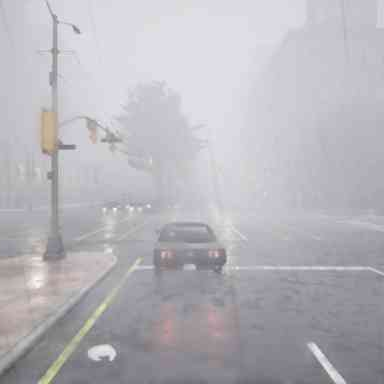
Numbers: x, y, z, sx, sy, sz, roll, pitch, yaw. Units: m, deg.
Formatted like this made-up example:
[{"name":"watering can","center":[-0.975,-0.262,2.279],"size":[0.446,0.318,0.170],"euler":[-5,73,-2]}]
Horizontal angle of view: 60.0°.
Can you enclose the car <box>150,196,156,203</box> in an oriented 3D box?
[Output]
[{"name":"car","center":[-8.024,1.554,59.884],"size":[1.994,1.385,4.181],"euler":[0,0,1]}]

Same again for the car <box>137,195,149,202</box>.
[{"name":"car","center":[-11.493,1.512,78.779],"size":[2.128,1.511,4.902],"euler":[0,0,0]}]

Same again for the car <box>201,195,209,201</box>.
[{"name":"car","center":[3.509,1.510,90.152],"size":[2.128,1.511,4.902],"euler":[0,0,0]}]

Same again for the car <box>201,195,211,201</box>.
[{"name":"car","center":[3.508,1.581,81.119],"size":[1.895,1.301,4.718],"euler":[0,0,0]}]

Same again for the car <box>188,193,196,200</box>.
[{"name":"car","center":[0.009,1.210,90.182],"size":[2.150,2.045,5.566],"euler":[0,0,0]}]

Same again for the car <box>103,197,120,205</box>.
[{"name":"car","center":[-14.744,1.585,60.956],"size":[1.895,1.301,4.718],"euler":[0,0,0]}]

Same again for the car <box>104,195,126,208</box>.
[{"name":"car","center":[-11.583,1.517,49.249],"size":[1.812,1.442,4.674],"euler":[0,0,0]}]

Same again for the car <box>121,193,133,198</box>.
[{"name":"car","center":[-11.532,1.212,58.662],"size":[2.150,2.045,5.566],"euler":[0,0,1]}]

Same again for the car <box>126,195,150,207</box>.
[{"name":"car","center":[-8.083,1.539,50.648],"size":[2.033,1.411,5.357],"euler":[0,0,0]}]

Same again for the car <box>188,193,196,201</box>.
[{"name":"car","center":[0.008,1.526,79.941],"size":[2.033,1.411,5.357],"euler":[0,0,0]}]

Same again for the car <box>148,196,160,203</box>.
[{"name":"car","center":[-7.993,1.528,70.505],"size":[2.033,1.411,5.357],"euler":[0,0,0]}]

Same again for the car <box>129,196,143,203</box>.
[{"name":"car","center":[-11.494,1.541,68.545],"size":[1.994,1.385,4.181],"euler":[0,0,0]}]

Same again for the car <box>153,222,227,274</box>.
[{"name":"car","center":[-0.219,1.599,10.557],"size":[1.895,1.301,4.718],"euler":[0,0,-4]}]
